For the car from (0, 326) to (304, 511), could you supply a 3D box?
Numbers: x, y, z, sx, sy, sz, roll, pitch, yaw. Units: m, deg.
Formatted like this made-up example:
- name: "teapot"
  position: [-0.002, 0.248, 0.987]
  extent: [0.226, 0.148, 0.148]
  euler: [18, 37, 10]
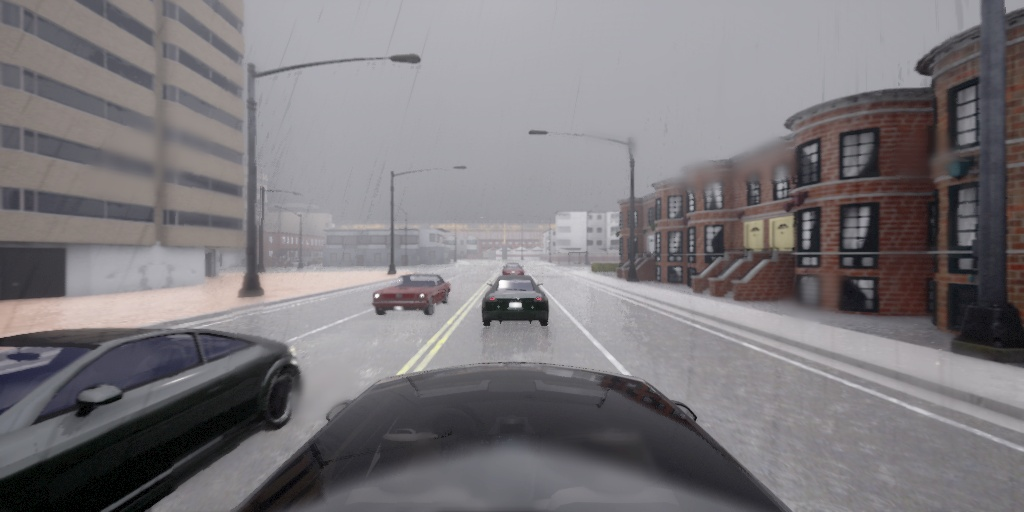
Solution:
- name: "car"
  position: [-3.599, 1.315, 2.782]
  extent: [1.994, 1.385, 4.181]
  euler: [0, 0, 0]

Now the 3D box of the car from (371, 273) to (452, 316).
- name: "car"
  position: [-3.593, 1.352, 13.606]
  extent: [1.895, 1.301, 4.718]
  euler: [0, 0, 0]

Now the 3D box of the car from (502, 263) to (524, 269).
- name: "car"
  position: [0.098, 1.315, 31.819]
  extent: [1.994, 1.385, 4.181]
  euler: [0, 0, 0]

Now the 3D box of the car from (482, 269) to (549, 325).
- name: "car"
  position: [0.099, 1.314, 11.844]
  extent: [1.994, 1.385, 4.181]
  euler: [0, 0, 0]
